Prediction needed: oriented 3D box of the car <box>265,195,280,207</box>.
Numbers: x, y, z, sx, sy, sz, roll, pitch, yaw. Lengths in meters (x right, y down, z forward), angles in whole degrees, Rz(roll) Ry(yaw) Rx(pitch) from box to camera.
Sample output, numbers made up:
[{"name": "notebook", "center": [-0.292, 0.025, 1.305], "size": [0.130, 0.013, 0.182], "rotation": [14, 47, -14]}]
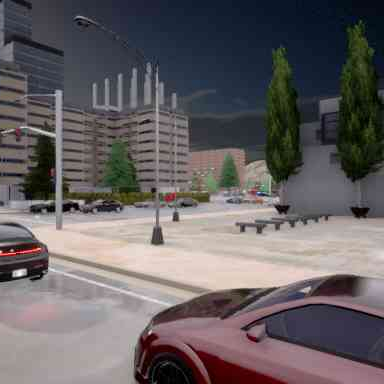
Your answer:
[{"name": "car", "center": [13.367, 1.525, 50.957], "size": [1.812, 1.442, 4.674], "rotation": [0, 0, 40]}]

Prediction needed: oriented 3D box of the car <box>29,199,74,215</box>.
[{"name": "car", "center": [-14.332, 1.478, 34.840], "size": [1.882, 1.535, 5.008], "rotation": [0, 0, 40]}]

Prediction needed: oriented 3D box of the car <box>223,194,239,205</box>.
[{"name": "car", "center": [8.022, 1.564, 61.059], "size": [1.994, 1.385, 4.181], "rotation": [0, 0, 41]}]

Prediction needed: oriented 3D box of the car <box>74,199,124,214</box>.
[{"name": "car", "center": [-9.475, 1.505, 35.155], "size": [1.837, 1.490, 4.892], "rotation": [0, 0, 40]}]

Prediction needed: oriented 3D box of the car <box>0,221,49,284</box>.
[{"name": "car", "center": [-5.587, 1.505, 8.764], "size": [4.892, 1.490, 1.837], "rotation": [0, 0, 40]}]

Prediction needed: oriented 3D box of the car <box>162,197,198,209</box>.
[{"name": "car", "center": [-1.199, 1.492, 44.912], "size": [2.128, 1.511, 4.902], "rotation": [0, 0, 40]}]

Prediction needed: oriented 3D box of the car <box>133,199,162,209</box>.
[{"name": "car", "center": [-5.618, 1.600, 45.111], "size": [1.895, 1.301, 4.718], "rotation": [0, 0, 40]}]

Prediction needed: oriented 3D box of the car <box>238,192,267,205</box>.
[{"name": "car", "center": [10.755, 1.351, 58.870], "size": [2.097, 1.767, 4.553], "rotation": [0, 0, 41]}]

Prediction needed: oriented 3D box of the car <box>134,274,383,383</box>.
[{"name": "car", "center": [1.390, 1.564, 3.252], "size": [4.181, 1.385, 1.994], "rotation": [0, 0, 37]}]
